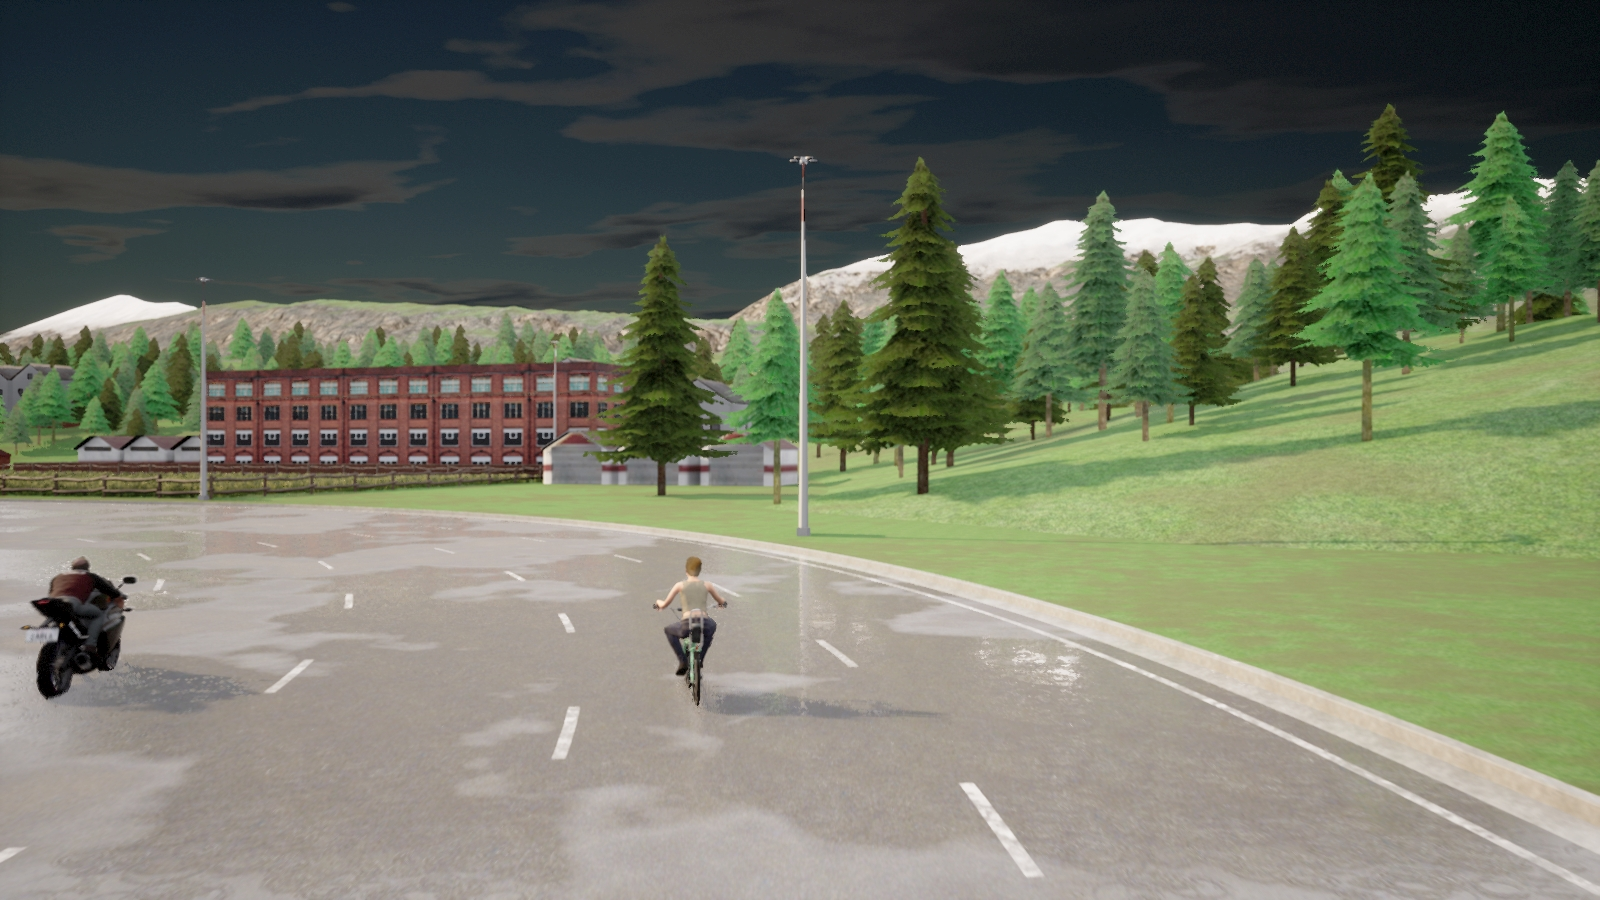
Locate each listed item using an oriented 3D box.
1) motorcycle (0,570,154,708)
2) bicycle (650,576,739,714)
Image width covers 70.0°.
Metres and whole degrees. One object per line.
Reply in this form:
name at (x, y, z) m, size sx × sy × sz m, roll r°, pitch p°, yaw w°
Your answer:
motorcycle at (-8.638, 2.202, 13.750) m, size 0.867 × 1.251 × 2.209 m, roll -2°, pitch 0°, yaw -13°
bicycle at (-1.218, 2.155, 12.920) m, size 0.859 × 1.276 × 1.487 m, roll 0°, pitch 0°, yaw -11°
